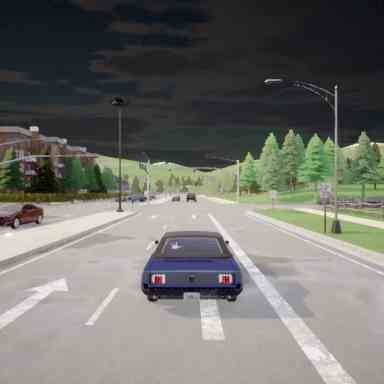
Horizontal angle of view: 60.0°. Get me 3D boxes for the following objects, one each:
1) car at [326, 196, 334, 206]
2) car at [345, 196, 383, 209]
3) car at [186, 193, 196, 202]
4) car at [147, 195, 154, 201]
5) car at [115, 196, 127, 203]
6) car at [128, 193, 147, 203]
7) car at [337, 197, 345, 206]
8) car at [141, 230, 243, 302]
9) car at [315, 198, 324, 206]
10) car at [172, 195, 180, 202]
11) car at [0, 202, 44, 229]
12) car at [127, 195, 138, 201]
[{"bbox_3d":[24.139,1.491,51.960,4.902,1.511,2.128,0,0,0],"label":"car"},{"bbox_3d":[23.847,1.352,44.960,4.553,1.767,2.097,0,0,0],"label":"car"},{"bbox_3d":[-0.218,1.225,79.397,2.150,2.045,5.566,0,0,-1],"label":"car"},{"bbox_3d":[-11.823,1.478,86.253,1.882,1.535,5.008,0,0,-1],"label":"car"},{"bbox_3d":[-15.086,1.524,70.575,1.812,1.442,4.674,0,0,-1],"label":"car"},{"bbox_3d":[-11.586,1.225,70.596,2.150,2.045,5.566,0,0,-1],"label":"car"},{"bbox_3d":[23.931,1.601,48.460,4.718,1.301,1.895,0,0,0],"label":"car"},{"bbox_3d":[0.001,1.601,8.240,1.895,1.301,4.718,0,0,0],"label":"car"},{"bbox_3d":[23.020,1.491,55.449,4.902,1.511,2.128,0,0,0],"label":"car"},{"bbox_3d":[-3.717,1.525,79.363,2.128,1.511,4.902,0,0,-1],"label":"car"},{"bbox_3d":[-11.553,1.478,21.800,1.882,1.535,5.008,0,0,0],"label":"car"},{"bbox_3d":[-15.314,1.478,85.647,1.882,1.535,5.008,0,0,-1],"label":"car"}]
